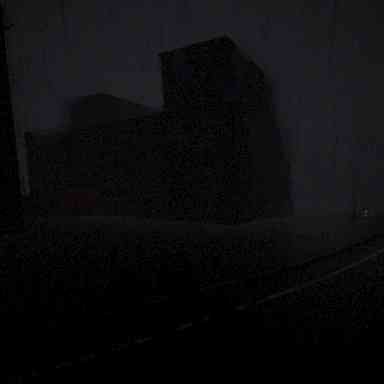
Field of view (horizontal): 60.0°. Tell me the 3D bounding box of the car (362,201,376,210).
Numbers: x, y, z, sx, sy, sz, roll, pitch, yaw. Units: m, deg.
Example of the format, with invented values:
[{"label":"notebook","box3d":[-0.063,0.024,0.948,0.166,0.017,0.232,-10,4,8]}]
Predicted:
[{"label":"car","box3d":[29.318,2.244,55.196,2.128,1.511,4.902,-3,-2,25]}]
